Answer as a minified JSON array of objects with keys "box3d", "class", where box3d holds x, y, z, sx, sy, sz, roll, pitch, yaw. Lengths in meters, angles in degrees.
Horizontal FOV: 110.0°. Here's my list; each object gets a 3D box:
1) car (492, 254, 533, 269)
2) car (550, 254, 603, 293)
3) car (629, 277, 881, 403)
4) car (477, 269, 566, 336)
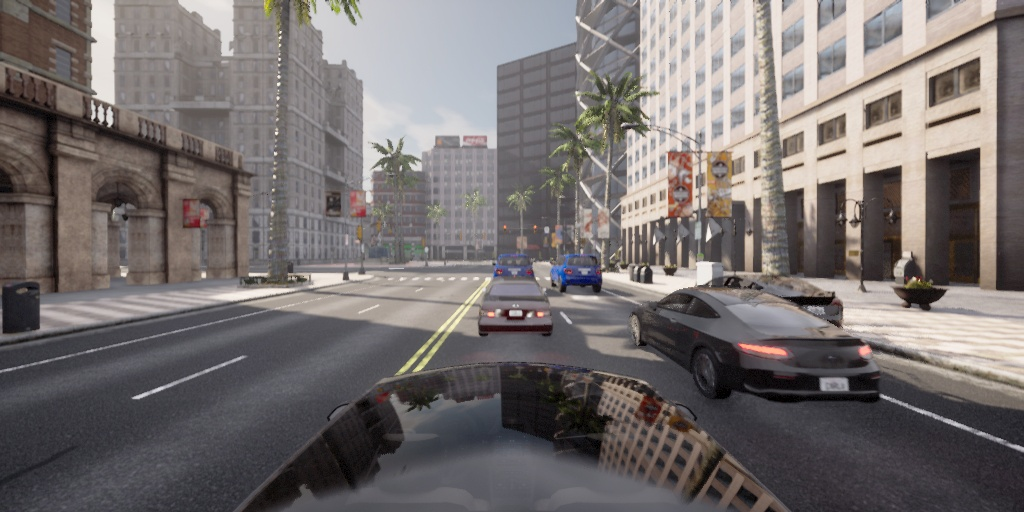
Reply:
[{"box3d":[0.048,0.924,20.465,2.150,2.045,5.566,0,0,-2],"class":"car"},{"box3d":[3.547,0.924,20.599,2.150,2.045,5.566,0,0,-2],"class":"car"},{"box3d":[3.585,1.264,6.299,1.812,1.442,4.674,0,0,0],"class":"car"},{"box3d":[0.070,1.276,10.247,2.033,1.411,5.357,0,0,0],"class":"car"}]
